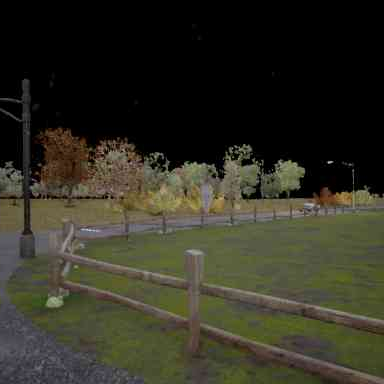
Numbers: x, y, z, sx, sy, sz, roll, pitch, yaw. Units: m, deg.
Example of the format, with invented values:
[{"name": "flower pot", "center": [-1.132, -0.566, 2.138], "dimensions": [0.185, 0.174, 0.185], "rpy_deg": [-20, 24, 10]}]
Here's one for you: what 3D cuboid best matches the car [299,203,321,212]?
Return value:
[{"name": "car", "center": [18.818, 2.449, 53.000], "dimensions": [2.033, 1.411, 5.357], "rpy_deg": [-1, -2, 40]}]
